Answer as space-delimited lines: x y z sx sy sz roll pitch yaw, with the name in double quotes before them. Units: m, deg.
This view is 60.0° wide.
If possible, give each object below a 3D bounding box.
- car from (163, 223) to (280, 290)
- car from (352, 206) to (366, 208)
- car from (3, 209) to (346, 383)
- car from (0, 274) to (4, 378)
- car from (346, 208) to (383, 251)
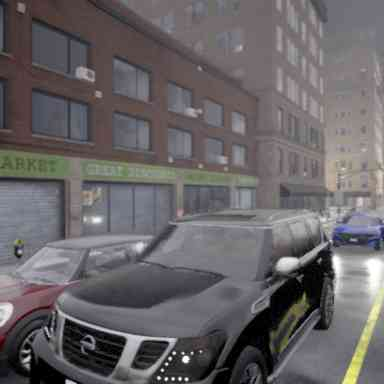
"car" 1.137 1.775 10.358 1.802 1.307 4.206 -2 -2 34
"car" 16.790 2.140 33.485 1.887 1.381 4.507 -1 -2 34
"car" 0.608 1.317 4.994 2.150 2.045 5.566 -1 -1 34
"car" -1.995 1.551 5.736 1.967 1.590 4.097 -2 -2 34
"car" 8.128 1.766 15.915 1.882 1.535 5.008 -1 -1 34
